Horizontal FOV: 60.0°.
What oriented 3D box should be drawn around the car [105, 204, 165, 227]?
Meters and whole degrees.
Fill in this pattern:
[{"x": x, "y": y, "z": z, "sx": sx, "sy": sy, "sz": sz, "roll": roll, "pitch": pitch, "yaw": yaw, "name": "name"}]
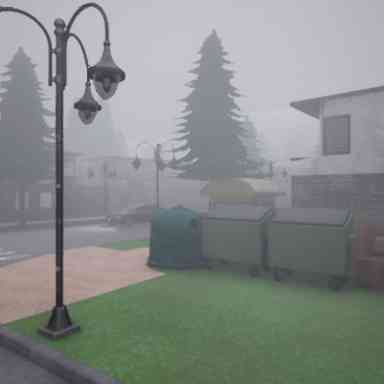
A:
[{"x": -3.978, "y": 1.639, "z": 24.173, "sx": 1.837, "sy": 1.490, "sz": 4.892, "roll": 0, "pitch": 0, "yaw": 41, "name": "car"}]
